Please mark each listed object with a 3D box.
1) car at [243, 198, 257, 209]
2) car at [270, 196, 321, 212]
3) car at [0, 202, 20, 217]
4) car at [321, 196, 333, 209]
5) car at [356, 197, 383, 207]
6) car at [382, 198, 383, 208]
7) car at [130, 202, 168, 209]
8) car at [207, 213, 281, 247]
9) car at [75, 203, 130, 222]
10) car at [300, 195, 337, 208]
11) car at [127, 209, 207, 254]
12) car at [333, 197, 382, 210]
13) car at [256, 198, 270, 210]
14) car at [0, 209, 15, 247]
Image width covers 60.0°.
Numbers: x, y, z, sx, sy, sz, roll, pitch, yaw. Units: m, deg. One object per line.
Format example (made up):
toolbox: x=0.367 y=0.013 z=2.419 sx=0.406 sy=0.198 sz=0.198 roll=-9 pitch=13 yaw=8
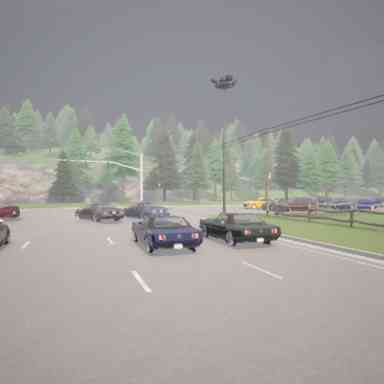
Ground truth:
car: x=9.163 y=1.478 z=44.060 sx=5.008 sy=1.535 sz=1.882 roll=0 pitch=0 yaw=-20
car: x=11.666 y=1.352 z=37.519 sx=4.553 sy=1.767 sz=2.097 roll=0 pitch=0 yaw=-20
car: x=-16.401 y=1.478 z=26.771 sx=5.008 sy=1.535 sz=1.882 roll=0 pitch=-1 yaw=14
car: x=19.500 y=1.492 z=43.958 sx=4.902 sy=1.511 sz=2.128 roll=0 pitch=0 yaw=-19
car: x=27.669 y=1.478 z=50.469 sx=5.008 sy=1.535 sz=1.882 roll=0 pitch=0 yaw=-19
car: x=28.914 y=1.492 z=47.199 sx=4.902 sy=1.511 sz=2.128 roll=0 pitch=0 yaw=-19
car: x=-4.022 y=1.548 z=27.810 sx=2.033 sy=1.411 sz=5.357 roll=0 pitch=0 yaw=-40
car: x=1.950 y=1.601 z=15.219 sx=1.895 sy=1.301 sz=4.718 roll=0 pitch=0 yaw=-20
car: x=-7.332 y=1.547 z=26.085 sx=2.033 sy=1.411 sz=5.357 roll=0 pitch=0 yaw=-41
car: x=17.866 y=1.352 z=47.095 sx=4.553 sy=1.767 sz=2.097 roll=0 pitch=0 yaw=-19
car: x=-1.228 y=1.601 z=13.714 sx=1.895 sy=1.301 sz=4.718 roll=0 pitch=0 yaw=-20
car: x=20.103 y=1.478 z=40.464 sx=5.008 sy=1.535 sz=1.882 roll=0 pitch=0 yaw=-19
car: x=10.760 y=1.526 z=40.892 sx=4.674 sy=1.442 sz=1.812 roll=0 pitch=0 yaw=-18
car: x=-8.351 y=1.564 z=12.792 sx=1.994 sy=1.385 sz=4.181 roll=0 pitch=0 yaw=-20
